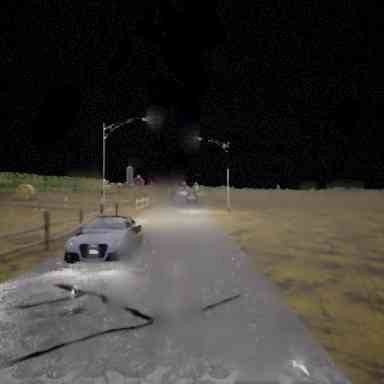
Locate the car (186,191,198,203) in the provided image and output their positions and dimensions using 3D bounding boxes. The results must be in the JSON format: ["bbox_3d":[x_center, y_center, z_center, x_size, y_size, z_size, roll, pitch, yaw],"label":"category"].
[{"bbox_3d":[0.007,1.106,56.952,2.128,1.511,4.902,0,1,0],"label":"car"}]

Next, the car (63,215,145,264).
[{"bbox_3d":[-2.815,1.525,11.519,1.994,1.385,4.181,0,0,0],"label":"car"}]
